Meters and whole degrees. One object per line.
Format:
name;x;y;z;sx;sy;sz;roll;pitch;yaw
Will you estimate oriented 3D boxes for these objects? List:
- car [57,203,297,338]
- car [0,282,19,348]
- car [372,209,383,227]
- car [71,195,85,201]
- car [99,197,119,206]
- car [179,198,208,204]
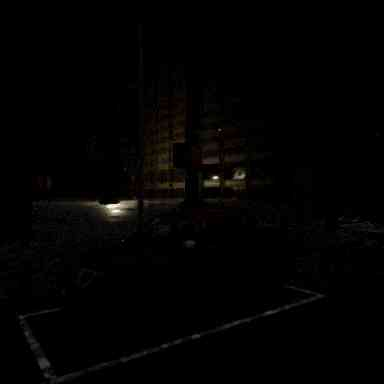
car;0.011;1.291;6.761;5.009;1.841;2.192;0;1;-35
car;-4.573;1.538;3.496;4.829;1.417;1.752;-1;1;-35
car;12.691;1.426;18.651;1.812;1.442;4.674;0;0;-35
car;-24.167;1.278;70.313;2.097;1.767;4.553;0;0;-36
car;-14.059;1.511;56.141;1.882;1.535;5.008;0;0;-36
car;0.453;1.482;35.798;1.837;1.490;4.892;0;0;-35
